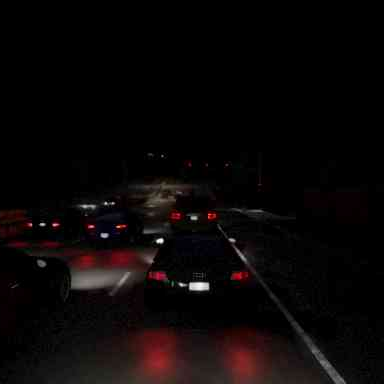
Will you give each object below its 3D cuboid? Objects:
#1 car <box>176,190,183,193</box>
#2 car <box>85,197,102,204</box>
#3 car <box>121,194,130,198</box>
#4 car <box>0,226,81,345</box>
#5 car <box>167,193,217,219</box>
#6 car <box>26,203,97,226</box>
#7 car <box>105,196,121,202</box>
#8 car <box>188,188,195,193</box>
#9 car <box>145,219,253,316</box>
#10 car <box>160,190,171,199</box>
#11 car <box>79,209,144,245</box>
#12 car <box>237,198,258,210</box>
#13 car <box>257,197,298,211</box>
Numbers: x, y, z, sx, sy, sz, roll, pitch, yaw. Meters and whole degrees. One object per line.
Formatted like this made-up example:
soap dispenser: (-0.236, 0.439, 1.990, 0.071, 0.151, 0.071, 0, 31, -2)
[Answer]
car: (-3.661, 1.056, 87.119, 1.812, 1.442, 4.674, 0, 3, 0)
car: (-17.599, 1.591, 59.453, 1.895, 1.301, 4.718, 0, 0, 0)
car: (-17.663, 1.088, 87.383, 1.895, 1.301, 4.718, 0, 3, 0)
car: (-3.407, 1.525, 5.032, 1.812, 1.442, 4.674, 0, 0, 0)
car: (0.089, 1.219, 17.022, 2.150, 2.045, 5.566, 0, 0, 0)
car: (-6.902, 1.544, 17.756, 2.033, 1.411, 5.357, 0, 0, -1)
car: (-17.573, 1.572, 72.778, 1.895, 1.301, 4.718, 0, 0, 0)
car: (-0.159, 0.780, 86.737, 2.150, 2.045, 5.566, 0, 3, 0)
car: (0.101, 1.563, 7.618, 1.994, 1.385, 4.181, 0, 0, -1)
car: (-7.161, 1.056, 87.097, 1.812, 1.442, 4.674, 0, 3, 0)
car: (-3.410, 1.523, 15.305, 1.812, 1.442, 4.674, 0, 0, 0)
car: (8.362, 1.470, 43.012, 5.008, 1.535, 1.882, 0, 0, 6)
car: (10.896, 1.541, 39.232, 5.357, 1.411, 2.033, 0, 0, -1)
